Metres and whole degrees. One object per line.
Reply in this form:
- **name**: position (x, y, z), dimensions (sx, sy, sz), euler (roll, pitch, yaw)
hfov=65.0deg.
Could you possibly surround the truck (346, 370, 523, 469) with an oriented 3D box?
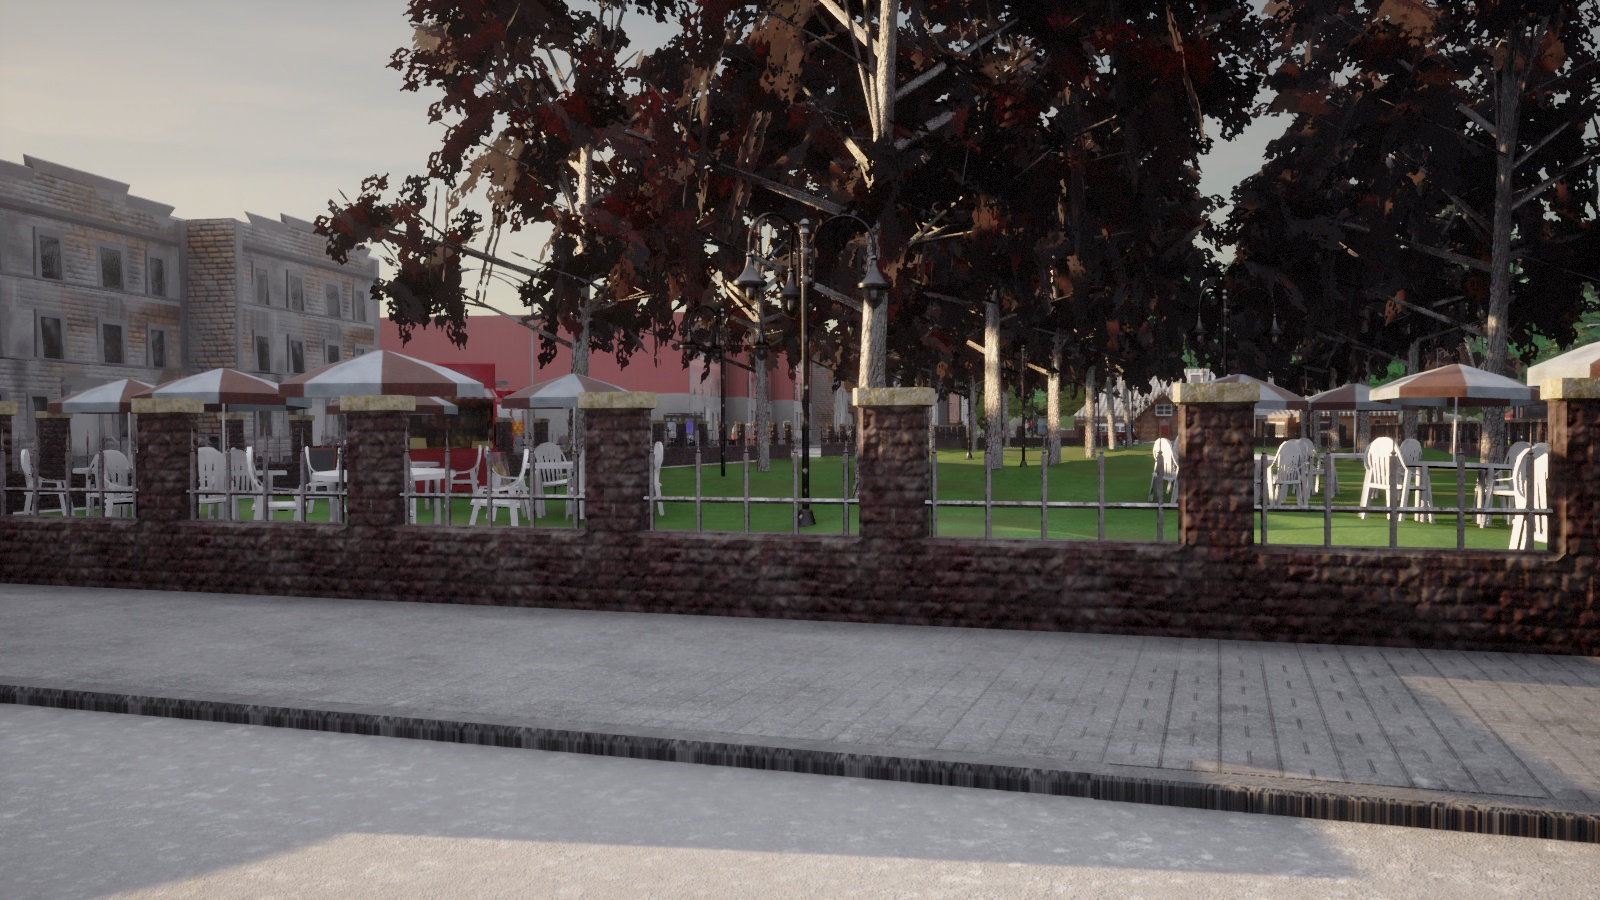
- **truck**: position (-15.163, -1.243, 52.983), dimensions (2.891, 3.827, 8.468), euler (1, 1, 18)

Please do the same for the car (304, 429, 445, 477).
- **car**: position (-14.365, 0.066, 42.729), dimensions (1.882, 1.535, 5.008), euler (1, 1, 18)

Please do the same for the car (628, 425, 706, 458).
- **car**: position (-6.863, -0.466, 65.288), dimensions (2.152, 1.651, 5.027), euler (1, 1, 18)

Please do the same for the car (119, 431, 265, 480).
- **car**: position (-19.399, 0.123, 40.264), dimensions (1.816, 1.474, 4.193), euler (1, 1, 18)
